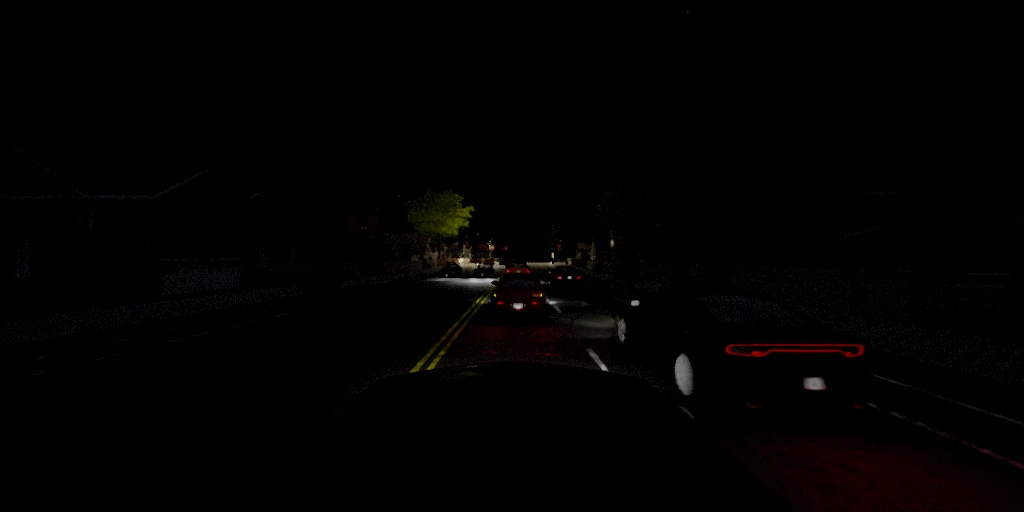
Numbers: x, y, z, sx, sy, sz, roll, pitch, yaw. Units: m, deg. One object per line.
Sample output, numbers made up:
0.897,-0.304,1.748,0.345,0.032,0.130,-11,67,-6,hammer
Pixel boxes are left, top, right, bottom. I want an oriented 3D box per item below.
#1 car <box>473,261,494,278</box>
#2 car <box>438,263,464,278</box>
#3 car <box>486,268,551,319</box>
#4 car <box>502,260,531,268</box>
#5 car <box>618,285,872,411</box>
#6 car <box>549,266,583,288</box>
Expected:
-2.834,1.510,36.779,1.895,1.301,4.718,0,0,1,car
-6.094,1.452,36.340,2.033,1.411,5.357,0,0,1,car
0.221,1.333,13.061,1.812,1.442,4.674,0,0,1,car
0.489,1.234,29.695,2.097,1.767,4.553,0,0,1,car
3.363,1.255,6.418,1.882,1.535,5.008,0,0,1,car
3.656,1.413,24.968,2.033,1.411,5.357,0,0,1,car
